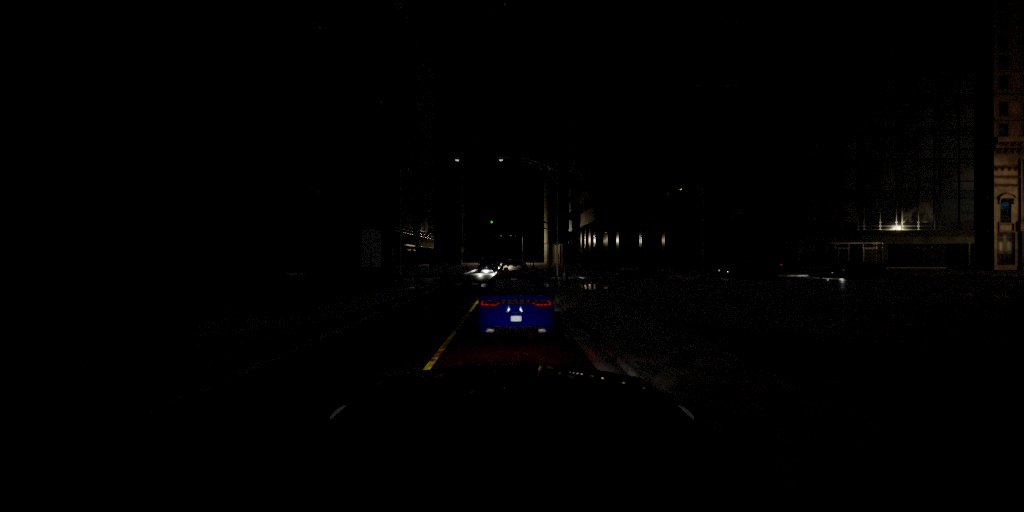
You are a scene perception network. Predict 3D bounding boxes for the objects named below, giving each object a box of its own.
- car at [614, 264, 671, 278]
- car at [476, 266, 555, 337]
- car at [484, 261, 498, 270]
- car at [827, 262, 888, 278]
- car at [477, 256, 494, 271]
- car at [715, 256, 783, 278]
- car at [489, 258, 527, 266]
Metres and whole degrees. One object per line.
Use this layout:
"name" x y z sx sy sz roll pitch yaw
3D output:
"car" 12.016 1.371 33.270 4.718 1.301 1.895 0 0 3
"car" 0.091 1.229 10.374 1.882 1.535 5.008 0 0 0
"car" -3.149 1.390 55.674 1.895 1.301 4.718 0 0 0
"car" 32.064 1.276 33.289 4.674 1.442 1.812 0 0 0
"car" -3.147 0.999 45.784 2.150 2.045 5.566 0 0 -2
"car" 21.968 0.986 33.291 5.566 2.045 2.150 0 0 -1
"car" 0.160 1.107 19.576 2.097 1.767 4.553 0 0 2
